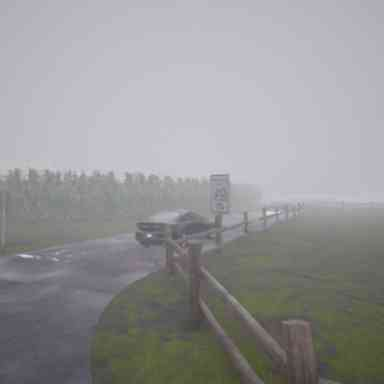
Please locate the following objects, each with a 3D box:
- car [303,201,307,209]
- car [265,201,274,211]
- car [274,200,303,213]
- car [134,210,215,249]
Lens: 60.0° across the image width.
[{"bbox_3d":[16.517,1.993,51.228,1.895,1.301,4.718,-1,-1,25],"label":"car"},{"bbox_3d":[11.878,1.979,47.809,1.895,1.301,4.718,-1,-1,25],"label":"car"},{"bbox_3d":[12.182,1.794,41.868,2.128,1.511,4.902,-1,-1,25],"label":"car"},{"bbox_3d":[-0.565,1.520,14.800,1.882,1.535,5.008,-1,-1,25],"label":"car"}]
